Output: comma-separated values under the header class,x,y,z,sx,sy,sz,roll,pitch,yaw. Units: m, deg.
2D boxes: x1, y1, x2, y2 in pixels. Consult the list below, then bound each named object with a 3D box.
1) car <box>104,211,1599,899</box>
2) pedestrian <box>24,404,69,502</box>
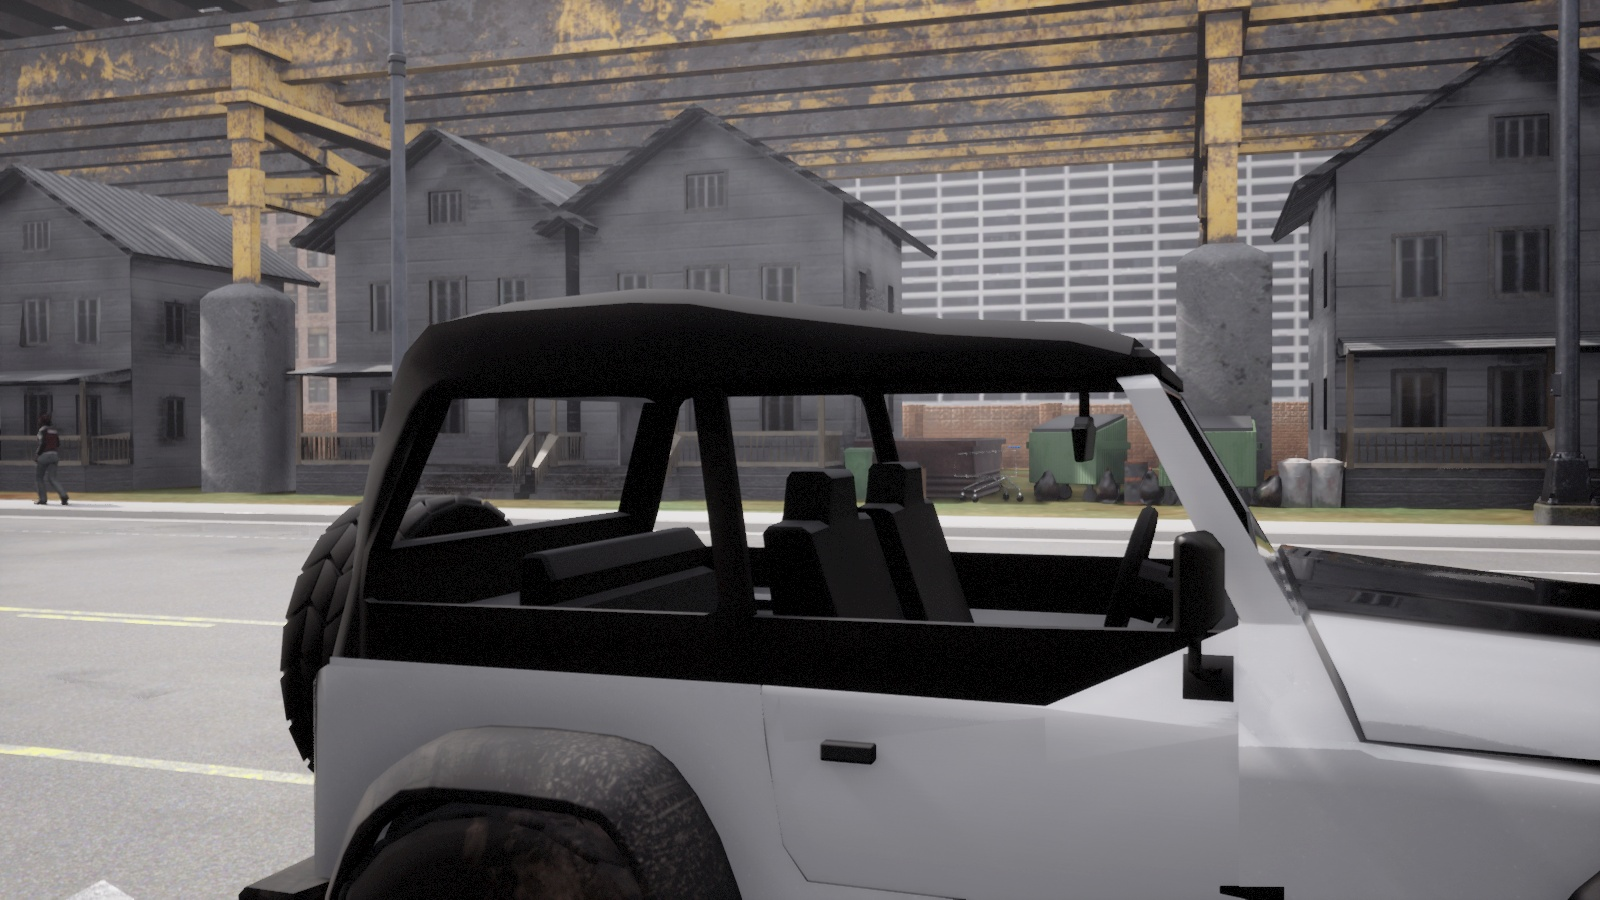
class,x,y,z,sx,sy,sz,roll,pitch,yaw
car,0.640,0.579,2.982,3.866,1.878,1.905,0,1,19
pedestrian,-15.012,0.058,25.026,0.666,1.930,0.402,0,1,16
